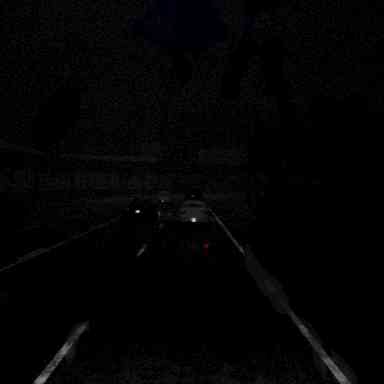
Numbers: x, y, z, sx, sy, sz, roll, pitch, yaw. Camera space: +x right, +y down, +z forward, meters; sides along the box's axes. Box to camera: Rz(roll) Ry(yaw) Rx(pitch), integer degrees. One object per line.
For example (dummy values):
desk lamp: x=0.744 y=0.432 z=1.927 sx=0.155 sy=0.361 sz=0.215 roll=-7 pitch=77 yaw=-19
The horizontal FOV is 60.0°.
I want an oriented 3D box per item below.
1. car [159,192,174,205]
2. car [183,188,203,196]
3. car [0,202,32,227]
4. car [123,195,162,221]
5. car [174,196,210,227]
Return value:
car: x=-3.338 y=0.783 z=41.059 sx=1.812 sy=1.442 sz=4.674 roll=0 pitch=1 yaw=2
car: x=0.120 y=0.496 z=40.284 sx=2.150 sy=2.045 sz=5.566 roll=0 pitch=1 yaw=1
car: x=-10.502 y=1.250 z=17.627 sx=2.033 sy=1.411 sz=5.357 roll=0 pitch=1 yaw=0
car: x=-3.403 y=1.166 z=22.862 sx=1.994 sy=1.385 sz=4.181 roll=0 pitch=1 yaw=0
car: x=0.097 y=1.189 z=19.678 sx=1.812 sy=1.442 sz=4.674 roll=0 pitch=1 yaw=0
